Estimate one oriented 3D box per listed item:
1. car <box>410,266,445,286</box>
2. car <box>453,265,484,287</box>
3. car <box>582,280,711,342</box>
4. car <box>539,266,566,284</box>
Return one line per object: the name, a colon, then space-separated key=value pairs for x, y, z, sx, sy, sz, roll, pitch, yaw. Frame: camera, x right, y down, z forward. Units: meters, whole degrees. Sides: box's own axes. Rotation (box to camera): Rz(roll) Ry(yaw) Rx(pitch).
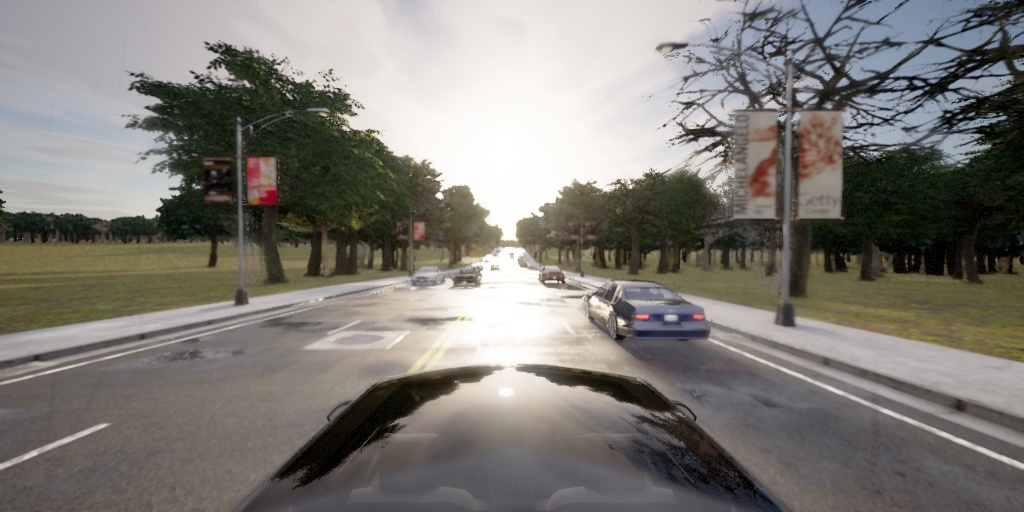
car: x=-6.601 y=1.546 z=28.551 sx=1.812 sy=1.442 sz=4.674 roll=0 pitch=-1 yaw=0
car: x=-3.352 y=1.610 z=27.681 sx=1.895 sy=1.301 sz=4.718 roll=0 pitch=-1 yaw=0
car: x=3.345 y=1.373 z=10.047 sx=2.033 sy=1.411 sz=5.357 roll=0 pitch=-1 yaw=0
car: x=3.344 y=1.571 z=30.471 sx=1.812 sy=1.442 sz=4.674 roll=0 pitch=-1 yaw=0
